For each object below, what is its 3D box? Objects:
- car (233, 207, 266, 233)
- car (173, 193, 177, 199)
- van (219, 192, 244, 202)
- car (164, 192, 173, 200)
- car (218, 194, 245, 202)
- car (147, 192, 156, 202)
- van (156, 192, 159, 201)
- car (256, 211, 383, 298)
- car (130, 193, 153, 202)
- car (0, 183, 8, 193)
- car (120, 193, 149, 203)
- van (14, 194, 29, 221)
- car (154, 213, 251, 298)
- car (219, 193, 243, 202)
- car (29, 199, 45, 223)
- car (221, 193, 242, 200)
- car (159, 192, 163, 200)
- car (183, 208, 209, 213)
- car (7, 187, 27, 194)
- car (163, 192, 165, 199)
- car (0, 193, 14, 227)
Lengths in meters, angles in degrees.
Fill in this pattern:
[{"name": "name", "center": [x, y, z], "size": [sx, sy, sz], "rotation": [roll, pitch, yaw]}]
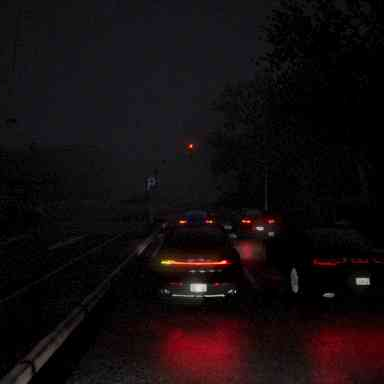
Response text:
[{"name": "car", "center": [3.235, 1.550, 17.913], "size": [1.812, 1.442, 4.674], "rotation": [0, 0, 1]}, {"name": "car", "center": [-7.623, 1.064, 89.679], "size": [5.566, 2.045, 2.435], "rotation": [-1, 0, -12]}, {"name": "van", "center": [7.558, 1.042, 65.268], "size": [4.442, 1.987, 1.878], "rotation": [1, 0, -14]}, {"name": "car", "center": [-8.086, 1.357, 86.675], "size": [4.674, 1.452, 2.002], "rotation": [-1, 0, -12]}, {"name": "car", "center": [8.504, 1.264, 71.227], "size": [5.366, 1.575, 1.946], "rotation": [1, 0, -13]}, {"name": "car", "center": [-10.522, 1.315, 65.743], "size": [5.366, 1.575, 1.946], "rotation": [-1, 0, -14]}, {"name": "van", "center": [-9.938, 1.093, 71.732], "size": [4.442, 1.987, 1.878], "rotation": [-1, 0, -14]}, {"name": "car", "center": [3.140, 1.488, 8.573], "size": [1.882, 1.535, 5.008], "rotation": [0, 0, 0]}, {"name": "car", "center": [-10.416, 1.196, 68.694], "size": [4.553, 1.767, 2.185], "rotation": [-1, 0, -14]}, {"name": "car", "center": [-30.934, -0.426, 53.767], "size": [2.435, 2.045, 5.566], "rotation": [6, -3, -19]}, {"name": "car", "center": [-11.180, 1.358, 62.754], "size": [4.792, 1.488, 2.163], "rotation": [-1, 0, -15]}, {"name": "van", "center": [-13.513, 1.297, 21.979], "size": [4.442, 1.987, 1.878], "rotation": [-1, 0, -19]}, {"name": "car", "center": [0.139, 1.515, 8.536], "size": [1.837, 1.490, 4.892], "rotation": [0, 0, 0]}, {"name": "car", "center": [7.955, 1.141, 68.236], "size": [4.553, 1.767, 2.185], "rotation": [1, 0, -13]}, {"name": "car", "center": [-13.525, 1.403, 24.957], "size": [4.553, 1.767, 2.185], "rotation": [-1, 0, -19]}, {"name": "car", "center": [9.809, 1.129, 82.927], "size": [4.553, 1.767, 2.185], "rotation": [1, 0, -12]}, {"name": "car", "center": [-9.697, 1.321, 74.703], "size": [4.892, 1.521, 2.231], "rotation": [-1, 0, -13]}, {"name": "car", "center": [0.216, 1.551, 17.660], "size": [1.812, 1.442, 4.674], "rotation": [0, 0, 1]}, {"name": "car", "center": [-27.940, 0.137, 53.694], "size": [2.002, 1.452, 4.674], "rotation": [6, -3, -19]}, {"name": "car", "center": [-9.311, 1.359, 77.696], "size": [4.674, 1.452, 2.002], "rotation": [-1, 0, -13]}, {"name": "car", "center": [-13.643, 1.267, 18.943], "size": [5.566, 2.045, 2.435], "rotation": [-1, 0, -19]}]
